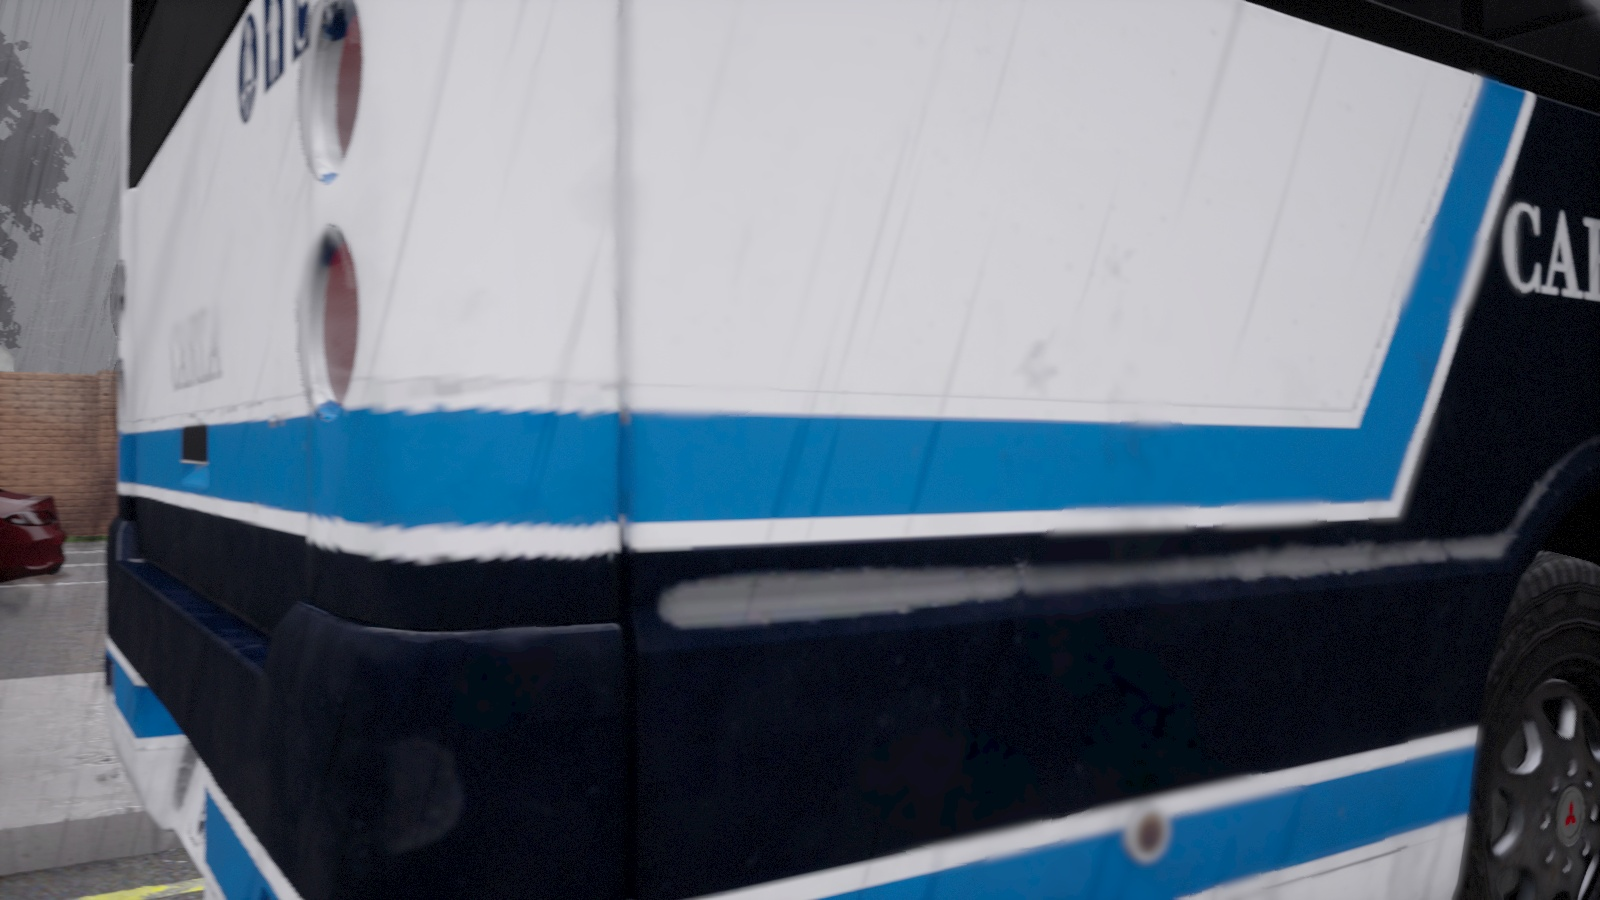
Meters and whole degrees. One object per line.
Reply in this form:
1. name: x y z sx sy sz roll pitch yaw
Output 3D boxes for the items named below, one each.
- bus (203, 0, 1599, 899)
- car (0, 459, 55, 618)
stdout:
1. bus: 3.231 -0.618 5.692 10.273 4.253 3.944 0 0 -33
2. car: -9.380 0.813 11.146 4.674 1.442 1.812 0 0 -33
